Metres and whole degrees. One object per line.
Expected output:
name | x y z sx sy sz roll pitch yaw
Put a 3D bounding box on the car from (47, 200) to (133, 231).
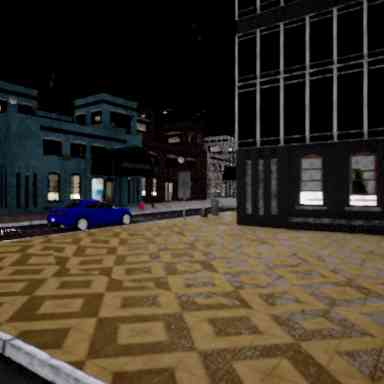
car | -5.487 1.184 18.514 1.882 1.535 5.008 0 1 35
